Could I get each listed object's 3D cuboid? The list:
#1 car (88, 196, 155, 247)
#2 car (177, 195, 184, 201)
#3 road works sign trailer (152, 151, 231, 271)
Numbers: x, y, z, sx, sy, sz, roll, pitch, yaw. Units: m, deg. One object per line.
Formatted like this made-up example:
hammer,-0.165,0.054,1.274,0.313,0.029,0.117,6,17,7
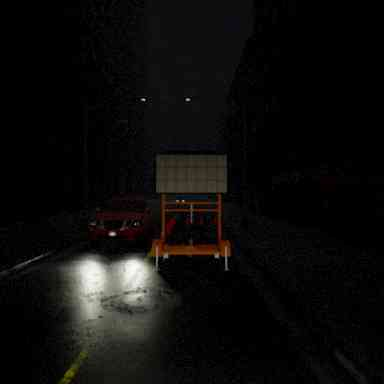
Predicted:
car,-3.022,1.226,15.371,2.150,2.045,5.566,0,0,0
car,-3.135,1.553,90.841,1.882,1.535,5.008,0,0,0
road works sign trailer,-0.014,0.468,10.914,2.380,3.560,2.880,0,0,0
